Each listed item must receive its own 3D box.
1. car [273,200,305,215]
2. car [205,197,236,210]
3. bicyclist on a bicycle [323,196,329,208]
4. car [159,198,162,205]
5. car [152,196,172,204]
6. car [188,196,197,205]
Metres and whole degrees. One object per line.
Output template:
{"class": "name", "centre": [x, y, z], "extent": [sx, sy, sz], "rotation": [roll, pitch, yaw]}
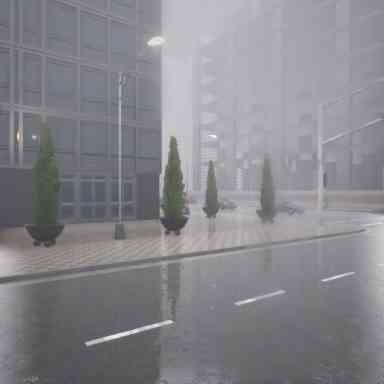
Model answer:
{"class": "car", "centre": [9.695, 1.595, 35.248], "extent": [1.812, 1.442, 4.674], "rotation": [0, 0, -36]}
{"class": "car", "centre": [3.695, 1.421, 43.428], "extent": [2.097, 1.767, 4.553], "rotation": [0, 0, -36]}
{"class": "bicyclist on a bicycle", "centre": [17.838, 1.375, 44.378], "extent": [1.656, 1.620, 0.582], "rotation": [0, 0, -36]}
{"class": "car", "centre": [-3.400, 1.561, 53.153], "extent": [2.128, 1.511, 4.902], "rotation": [0, 0, -36]}
{"class": "car", "centre": [-6.332, 1.577, 69.154], "extent": [1.837, 1.490, 4.892], "rotation": [0, 0, -36]}
{"class": "car", "centre": [-1.024, 1.424, 61.989], "extent": [2.097, 1.767, 4.553], "rotation": [0, 0, -36]}
